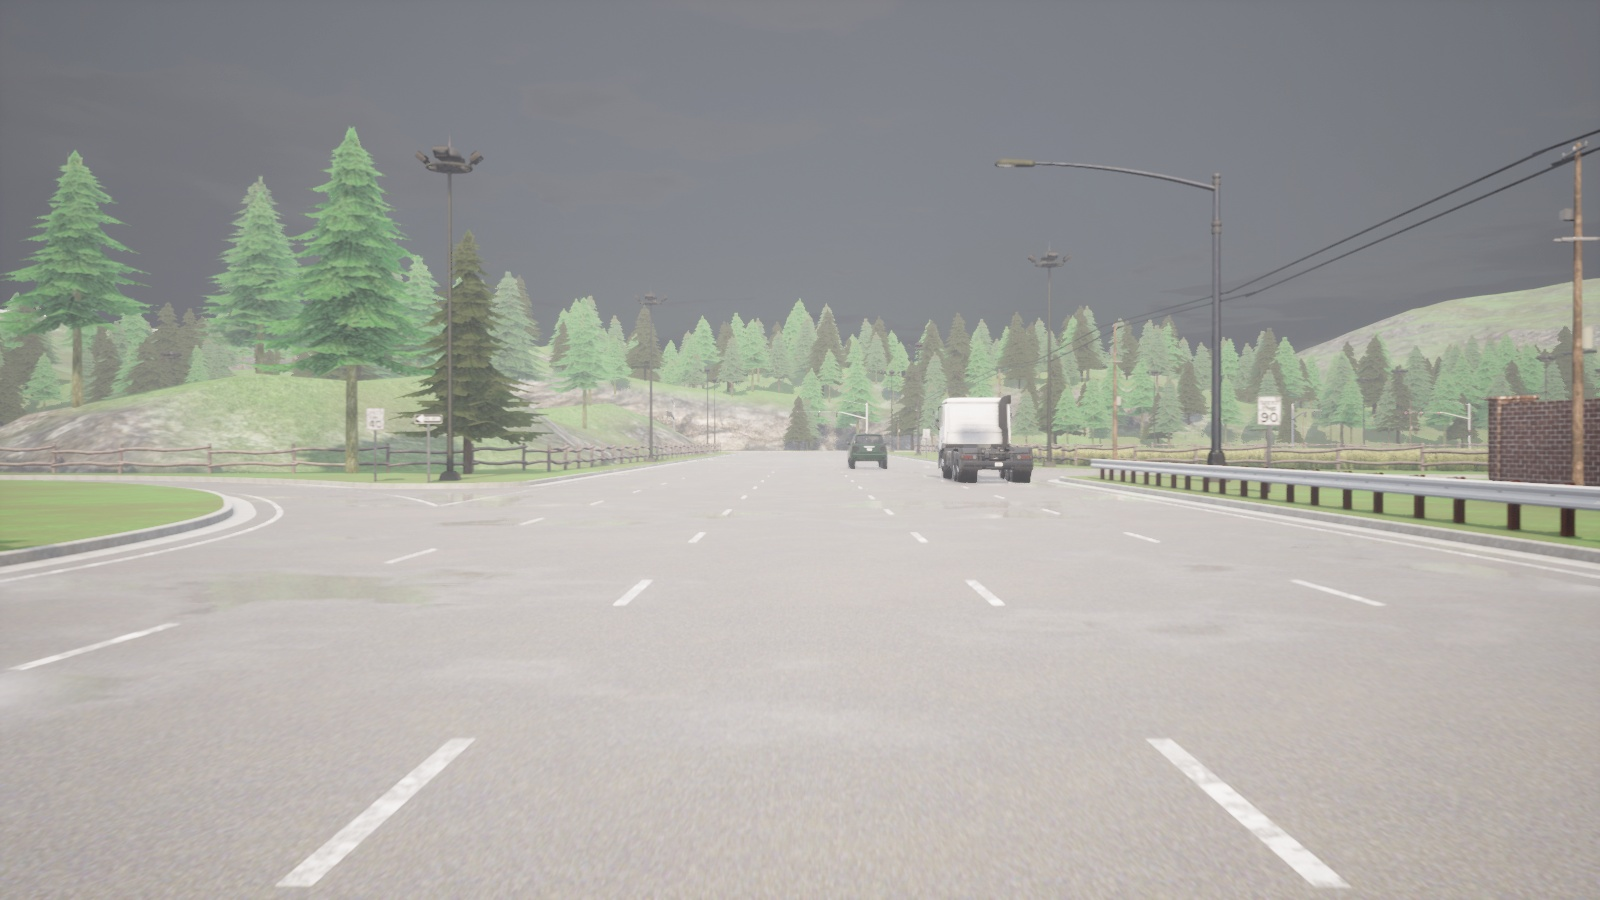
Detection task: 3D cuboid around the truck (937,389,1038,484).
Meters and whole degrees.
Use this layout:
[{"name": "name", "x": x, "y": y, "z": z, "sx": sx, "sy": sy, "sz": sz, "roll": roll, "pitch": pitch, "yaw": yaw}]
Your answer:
[{"name": "truck", "x": 7.299, "y": -0.511, "z": 49.970, "sx": 2.891, "sy": 3.462, "sz": 7.936, "roll": 0, "pitch": 0, "yaw": 0}]

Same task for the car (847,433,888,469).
[{"name": "car", "x": 3.933, "y": 0.053, "z": 73.842, "sx": 2.150, "sy": 2.045, "sz": 5.566, "roll": 0, "pitch": 0, "yaw": 0}]
